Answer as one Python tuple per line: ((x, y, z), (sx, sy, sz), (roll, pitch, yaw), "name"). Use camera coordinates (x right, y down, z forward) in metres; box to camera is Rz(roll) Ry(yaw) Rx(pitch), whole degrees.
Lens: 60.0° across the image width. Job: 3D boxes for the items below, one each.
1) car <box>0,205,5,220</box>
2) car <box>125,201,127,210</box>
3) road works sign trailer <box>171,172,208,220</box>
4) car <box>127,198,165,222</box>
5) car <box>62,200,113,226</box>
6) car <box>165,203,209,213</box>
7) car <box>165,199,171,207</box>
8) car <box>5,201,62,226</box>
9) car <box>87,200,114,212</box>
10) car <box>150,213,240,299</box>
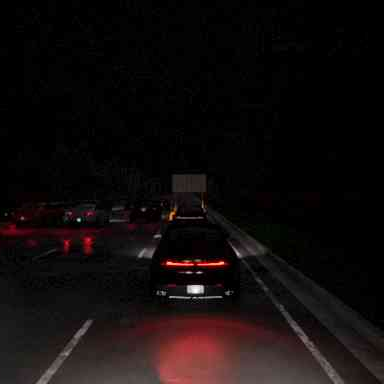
((-14.121, 1.497, 27.695), (2.128, 1.511, 4.902), (0, 0, 0), "car")
((-7.250, 1.495, 41.983), (2.128, 1.511, 4.902), (0, 0, -1), "car")
((-0.190, 0.468, 22.677), (2.380, 3.560, 2.880), (0, 0, -3), "road works sign trailer")
((-3.613, 1.357, 26.793), (2.097, 1.767, 4.553), (0, 0, -1), "car")
((-7.078, 1.530, 23.051), (1.812, 1.442, 4.674), (0, 0, -1), "car")
((-0.074, 1.491, 18.807), (2.128, 1.511, 4.902), (0, 0, 1), "car")
((-3.751, 1.555, 41.973), (2.033, 1.411, 5.357), (0, 0, 0), "car")
((-10.580, 1.481, 23.243), (1.882, 1.535, 5.008), (0, 0, -1), "car")
((-10.726, 1.607, 39.312), (1.895, 1.301, 4.718), (0, 0, -1), "car")
((0.046, 1.506, 8.417), (1.837, 1.490, 4.892), (0, 0, 0), "car")
